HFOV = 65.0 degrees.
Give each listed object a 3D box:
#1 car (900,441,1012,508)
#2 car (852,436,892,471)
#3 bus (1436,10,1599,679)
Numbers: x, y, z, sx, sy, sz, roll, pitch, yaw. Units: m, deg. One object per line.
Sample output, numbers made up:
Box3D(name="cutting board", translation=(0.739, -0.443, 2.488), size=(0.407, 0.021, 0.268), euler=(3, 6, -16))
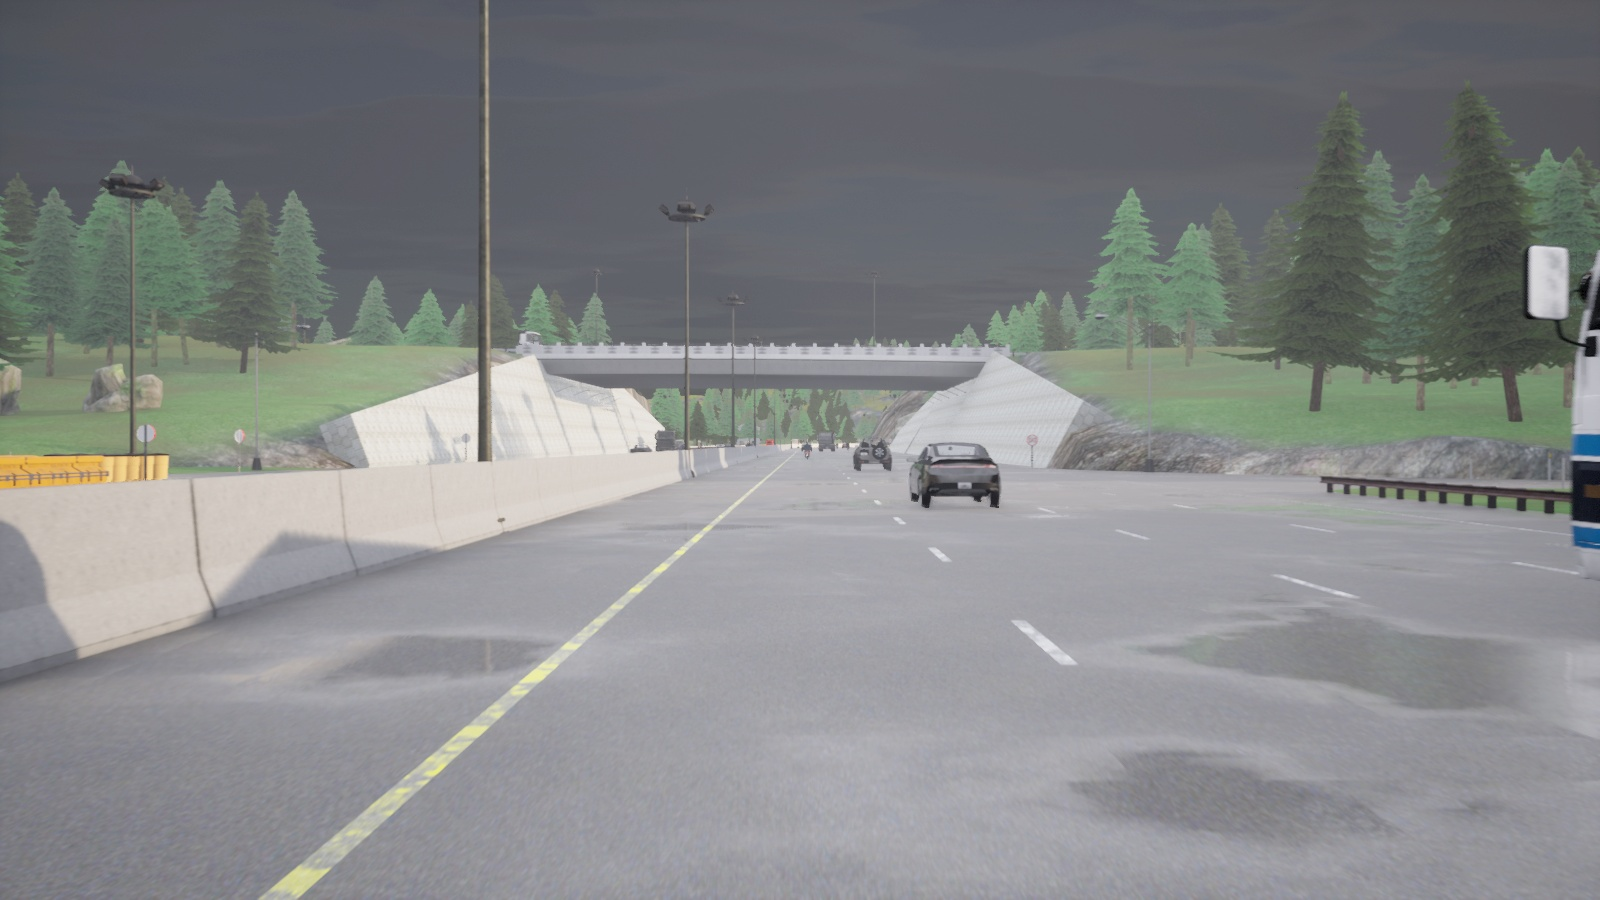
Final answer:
Box3D(name="car", translation=(3.689, 0.533, 30.590), size=(2.128, 1.511, 4.902), euler=(0, 0, 0))
Box3D(name="car", translation=(3.904, 0.181, 68.322), size=(1.932, 1.855, 4.605), euler=(0, 0, 0))
Box3D(name="bus", translation=(7.044, -0.652, 4.908), size=(3.944, 4.253, 10.273), euler=(0, 0, 0))
